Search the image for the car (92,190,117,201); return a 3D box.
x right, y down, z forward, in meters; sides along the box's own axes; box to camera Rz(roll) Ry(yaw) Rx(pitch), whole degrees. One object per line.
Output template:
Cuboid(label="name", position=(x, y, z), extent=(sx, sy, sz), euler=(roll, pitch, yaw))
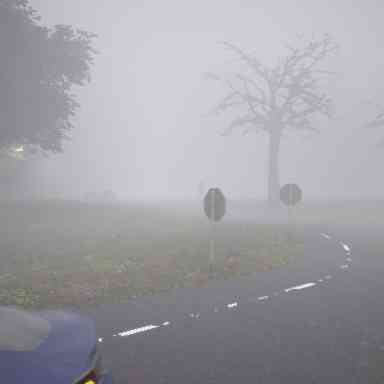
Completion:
Cuboid(label="car", position=(-14.139, 0.488, 54.727), extent=(2.097, 1.767, 4.553), euler=(2, -1, -35))

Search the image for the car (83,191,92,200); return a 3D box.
Cuboid(label="car", position=(-18.105, 0.601, 60.147), extent=(2.128, 1.511, 4.902), euler=(2, -1, -36))

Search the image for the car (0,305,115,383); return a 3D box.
Cuboid(label="car", position=(-2.788, 1.528, 1.883), extent=(4.674, 1.442, 1.812), euler=(0, 0, -35))
